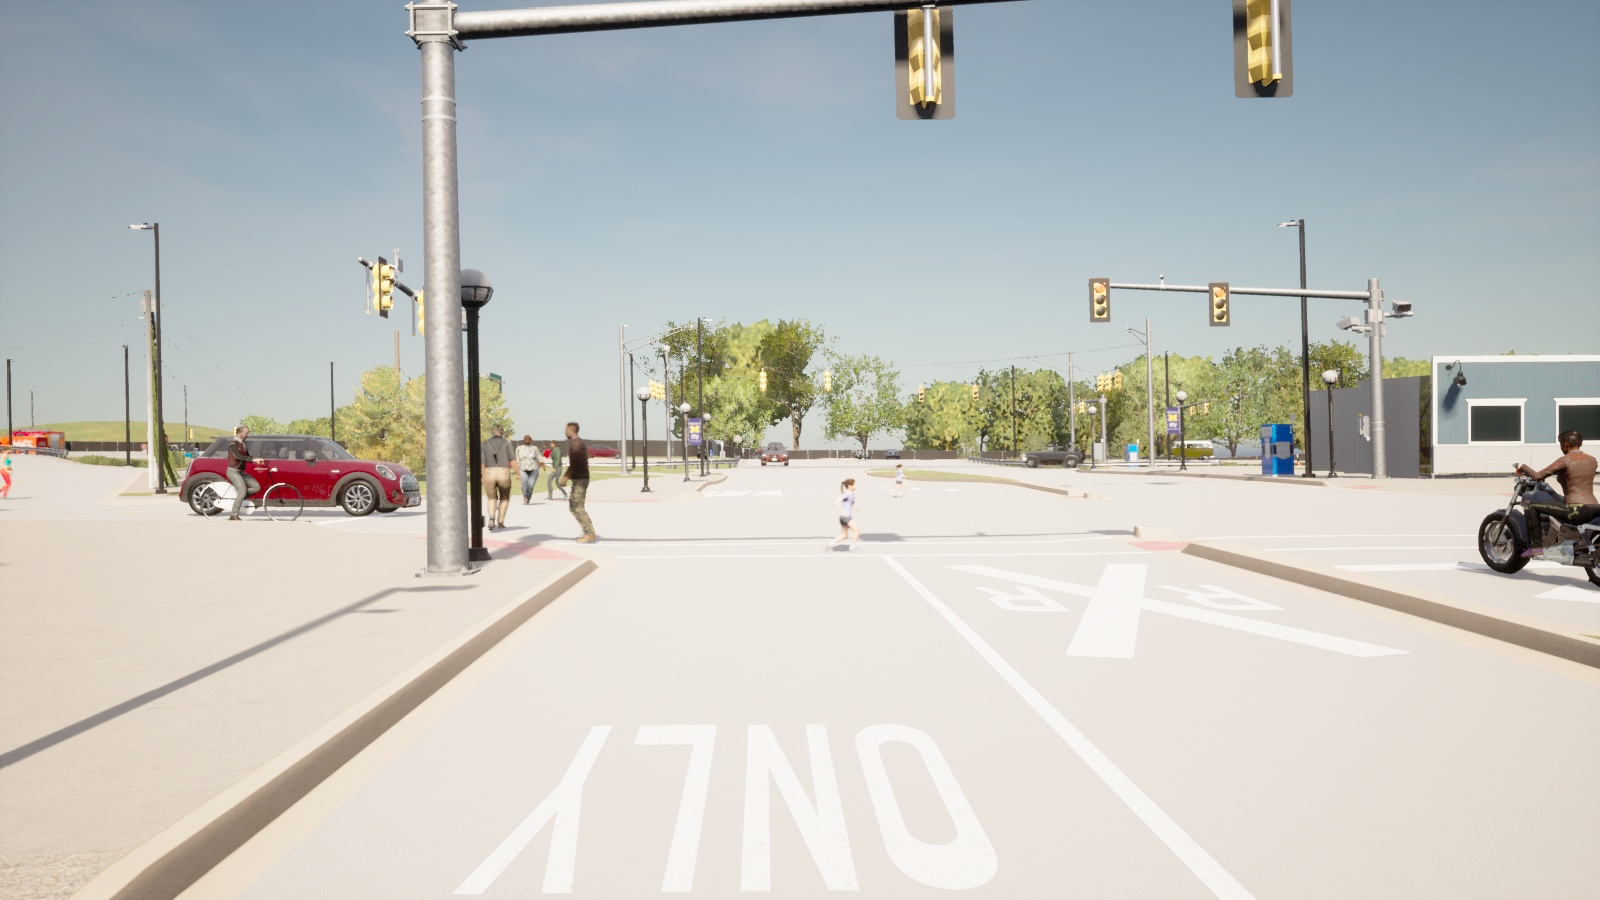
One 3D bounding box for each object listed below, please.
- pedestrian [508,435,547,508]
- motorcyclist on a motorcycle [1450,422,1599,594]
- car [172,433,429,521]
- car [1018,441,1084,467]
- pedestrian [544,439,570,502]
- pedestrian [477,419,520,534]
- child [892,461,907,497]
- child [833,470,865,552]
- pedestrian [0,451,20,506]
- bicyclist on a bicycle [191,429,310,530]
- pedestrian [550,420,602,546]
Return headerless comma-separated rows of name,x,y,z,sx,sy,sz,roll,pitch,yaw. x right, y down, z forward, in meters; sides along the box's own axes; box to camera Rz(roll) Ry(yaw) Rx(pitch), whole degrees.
pedestrian,-7.036,0.553,32.419,0.874,1.855,0.900,-2,-1,-15
motorcyclist on a motorcycle,7.964,0.535,13.254,0.766,1.649,2.350,-1,1,-6
car,-10.303,0.550,26.207,4.553,1.767,2.097,0,-1,-2
car,18.345,0.304,91.725,4.605,1.855,1.932,-1,0,13
pedestrian,-7.191,0.612,37.099,0.614,1.847,0.353,-1,-1,-33
pedestrian,-4.966,0.438,20.681,0.540,1.848,0.694,-2,-1,-5
child,3.103,0.907,39.191,0.394,1.110,0.255,-2,-1,-2
child,0.685,0.846,17.404,0.394,1.110,0.255,-2,-1,4
pedestrian,-26.795,0.953,42.498,0.594,1.836,0.345,-2,-1,-24
bicyclist on a bicycle,-9.852,0.525,22.564,1.843,1.776,0.659,0,-1,-2
pedestrian,-3.352,0.486,18.805,0.703,1.840,0.431,-2,-1,-8
